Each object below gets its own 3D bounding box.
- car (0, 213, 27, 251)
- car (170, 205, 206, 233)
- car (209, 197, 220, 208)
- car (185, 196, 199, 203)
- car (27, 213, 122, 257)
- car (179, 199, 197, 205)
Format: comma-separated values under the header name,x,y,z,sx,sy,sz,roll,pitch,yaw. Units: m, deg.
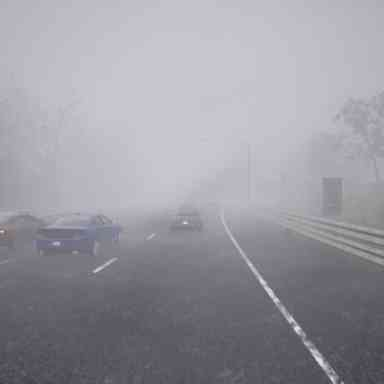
name,x,y,z,sx,sy,sz,roll,pitch,yaw
car,-7.718,1.637,14.576,1.812,1.442,4.674,0,-1,4
car,-0.192,1.743,20.856,1.994,1.385,4.181,0,0,5
car,3.990,2.055,58.863,1.812,1.442,4.674,0,-1,8
car,-0.310,1.928,77.910,2.150,2.045,5.566,0,-1,9
car,-4.295,1.586,13.502,1.882,1.535,5.008,0,-1,4
car,-0.833,2.031,49.001,1.895,1.301,4.718,0,-1,7
